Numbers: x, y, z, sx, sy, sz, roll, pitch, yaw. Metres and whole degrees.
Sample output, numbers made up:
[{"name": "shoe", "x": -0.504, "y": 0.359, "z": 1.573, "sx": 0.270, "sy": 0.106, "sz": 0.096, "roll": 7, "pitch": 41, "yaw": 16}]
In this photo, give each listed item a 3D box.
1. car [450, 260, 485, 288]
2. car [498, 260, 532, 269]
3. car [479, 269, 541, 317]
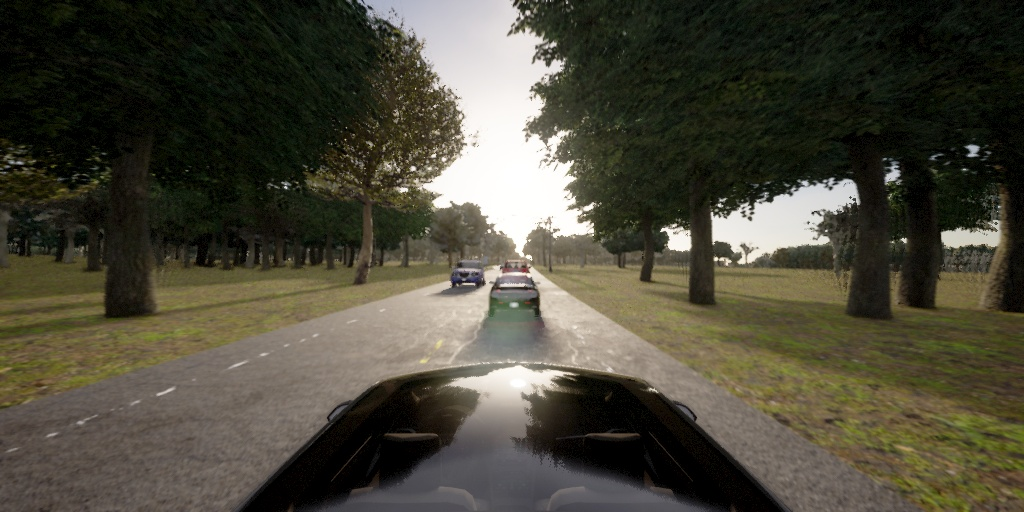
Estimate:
[{"name": "car", "x": -3.355, "y": 1.355, "z": 28.178, "sx": 2.150, "sy": 2.045, "sz": 5.566, "roll": 0, "pitch": -1, "yaw": 1}, {"name": "car", "x": 0.337, "y": 1.355, "z": 27.993, "sx": 2.150, "sy": 2.045, "sz": 5.566, "roll": 0, "pitch": -1, "yaw": 2}, {"name": "car", "x": 0.121, "y": 1.419, "z": 14.127, "sx": 2.128, "sy": 1.511, "sz": 4.902, "roll": 0, "pitch": -1, "yaw": 1}]
